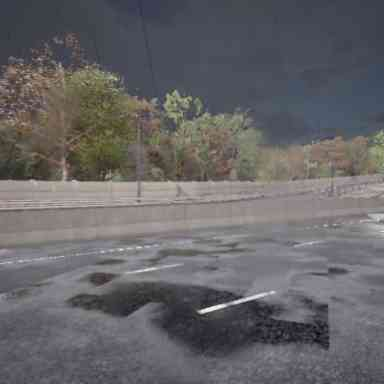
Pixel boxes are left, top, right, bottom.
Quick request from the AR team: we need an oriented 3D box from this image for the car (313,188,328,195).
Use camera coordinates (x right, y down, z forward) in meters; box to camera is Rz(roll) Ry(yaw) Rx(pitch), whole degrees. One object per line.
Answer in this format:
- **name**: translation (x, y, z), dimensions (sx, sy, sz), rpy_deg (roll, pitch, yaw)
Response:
- **car**: translation (30.299, -0.126, 79.020), dimensions (2.097, 1.767, 4.553), rpy_deg (0, 1, 32)
